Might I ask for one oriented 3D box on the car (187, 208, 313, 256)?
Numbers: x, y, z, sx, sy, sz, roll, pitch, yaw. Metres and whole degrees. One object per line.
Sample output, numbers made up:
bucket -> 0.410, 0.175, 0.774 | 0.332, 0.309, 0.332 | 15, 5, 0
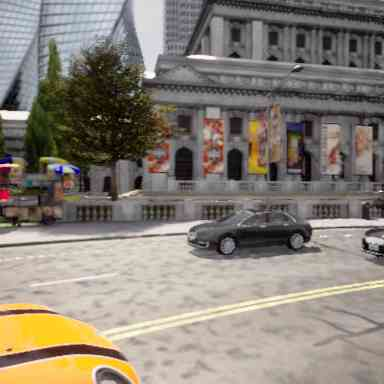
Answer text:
car -> 2.223, 1.402, 12.491 | 4.892, 1.490, 1.837 | 0, 0, -22

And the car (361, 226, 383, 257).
car -> 7.897, 1.425, 10.834 | 4.902, 1.511, 2.128 | 0, 0, -16

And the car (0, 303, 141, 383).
car -> -2.472, 1.324, 1.766 | 4.553, 1.767, 2.097 | 0, 1, -36
